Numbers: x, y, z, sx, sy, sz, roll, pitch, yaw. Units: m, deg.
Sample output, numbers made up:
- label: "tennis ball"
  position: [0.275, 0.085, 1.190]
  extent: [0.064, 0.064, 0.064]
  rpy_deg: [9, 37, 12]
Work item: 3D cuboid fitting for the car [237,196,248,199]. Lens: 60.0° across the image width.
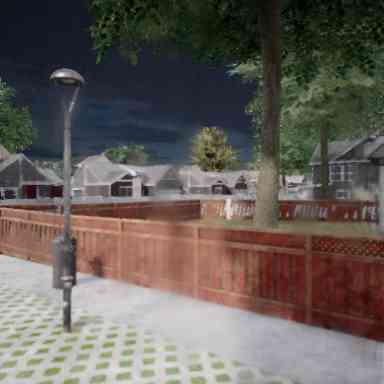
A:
- label: "car"
  position: [7.941, 1.355, 51.175]
  extent: [1.994, 1.385, 4.181]
  rpy_deg: [0, 0, 36]
